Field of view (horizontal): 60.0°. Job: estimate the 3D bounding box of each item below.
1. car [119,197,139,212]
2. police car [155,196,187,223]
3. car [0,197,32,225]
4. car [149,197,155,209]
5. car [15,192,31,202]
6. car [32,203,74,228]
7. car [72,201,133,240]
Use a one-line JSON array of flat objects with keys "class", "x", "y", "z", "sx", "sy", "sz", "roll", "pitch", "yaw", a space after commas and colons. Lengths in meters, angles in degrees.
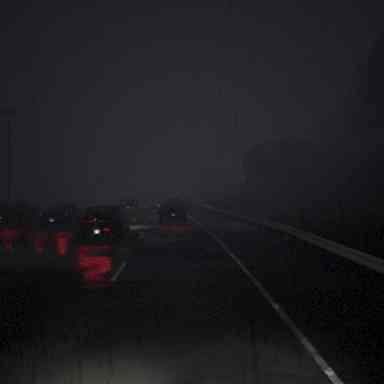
[{"class": "car", "x": -6.628, "y": 1.271, "z": 34.901, "sx": 2.128, "sy": 1.511, "sz": 4.902, "roll": 0, "pitch": 0, "yaw": -10}, {"class": "police car", "x": -1.499, "y": 1.269, "z": 24.036, "sx": 1.930, "sy": 1.638, "sz": 5.238, "roll": 0, "pitch": 0, "yaw": -7}, {"class": "car", "x": -11.897, "y": 1.357, "z": 22.605, "sx": 2.128, "sy": 1.511, "sz": 4.902, "roll": 0, "pitch": 0, "yaw": -7}, {"class": "car", "x": -4.199, "y": 1.263, "z": 40.893, "sx": 1.812, "sy": 1.442, "sz": 4.674, "roll": 0, "pitch": 1, "yaw": -11}, {"class": "car", "x": -32.096, "y": 0.981, "z": 63.151, "sx": 2.097, "sy": 1.767, "sz": 4.553, "roll": 0, "pitch": 0, "yaw": -19}, {"class": "car", "x": -8.210, "y": 1.397, "z": 21.141, "sx": 1.812, "sy": 1.442, "sz": 4.674, "roll": 0, "pitch": 0, "yaw": -6}, {"class": "car", "x": -4.250, "y": 1.401, "z": 16.517, "sx": 1.837, "sy": 1.490, "sz": 4.892, "roll": 0, "pitch": 0, "yaw": -5}]
